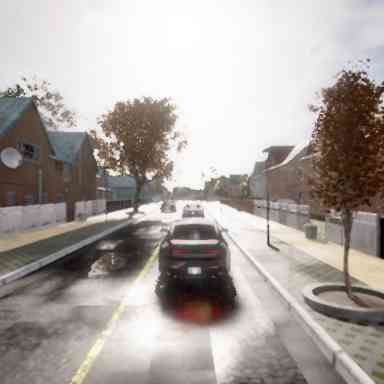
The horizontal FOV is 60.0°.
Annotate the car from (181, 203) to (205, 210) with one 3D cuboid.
[{"bbox_3d":[0.098,1.646,27.638,2.033,1.411,5.357,0,0,0],"label":"car"}]

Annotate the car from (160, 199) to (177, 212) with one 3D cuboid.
[{"bbox_3d":[-2.823,1.671,40.756,2.128,1.511,4.902,0,0,0],"label":"car"}]

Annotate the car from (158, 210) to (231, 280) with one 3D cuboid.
[{"bbox_3d":[0.075,1.534,10.024,1.837,1.490,4.892,0,0,0],"label":"car"}]
